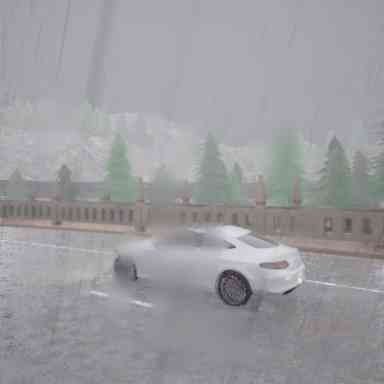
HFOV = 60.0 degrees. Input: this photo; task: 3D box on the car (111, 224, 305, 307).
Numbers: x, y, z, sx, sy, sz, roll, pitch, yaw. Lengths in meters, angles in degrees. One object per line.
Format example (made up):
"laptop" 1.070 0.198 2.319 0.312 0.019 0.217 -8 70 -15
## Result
"car" 0.192 1.486 7.805 4.674 1.442 1.812 0 0 33
